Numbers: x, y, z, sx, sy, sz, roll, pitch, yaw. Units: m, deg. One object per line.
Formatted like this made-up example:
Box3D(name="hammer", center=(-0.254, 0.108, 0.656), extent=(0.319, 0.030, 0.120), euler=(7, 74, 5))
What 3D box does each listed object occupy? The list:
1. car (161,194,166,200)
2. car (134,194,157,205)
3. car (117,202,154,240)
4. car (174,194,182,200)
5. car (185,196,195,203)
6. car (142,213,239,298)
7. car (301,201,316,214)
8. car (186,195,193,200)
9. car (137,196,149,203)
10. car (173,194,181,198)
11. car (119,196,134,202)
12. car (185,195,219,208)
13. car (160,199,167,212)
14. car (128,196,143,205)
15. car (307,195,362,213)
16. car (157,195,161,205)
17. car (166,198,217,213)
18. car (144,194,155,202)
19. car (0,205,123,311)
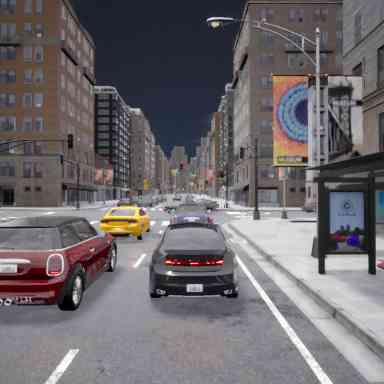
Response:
Box3D(name="car", center=(-6.968, 1.586, 68.919), extent=(1.994, 1.385, 4.181), euler=(0, 0, 0))
Box3D(name="car", center=(-6.940, 1.373, 50.335), extent=(2.097, 1.767, 4.553), euler=(0, 0, 0))
Box3D(name="car", center=(-3.279, 1.485, 17.055), extent=(1.882, 1.535, 5.008), euler=(0, 0, -1))
Box3D(name="car", center=(-3.870, 1.369, 91.973), extent=(2.128, 1.511, 4.902), euler=(0, 0, 0))
Box3D(name="car", center=(-0.434, 1.531, 70.964), extent=(2.128, 1.511, 4.902), euler=(0, 0, 0))
Box3D(name="car", center=(0.024, 1.508, 8.497), extent=(1.837, 1.490, 4.892), euler=(0, 0, -1))
Box3D(name="car", center=(14.283, 1.598, 35.799), extent=(4.892, 1.490, 1.837), euler=(0, -1, -1))
Box3D(name="car", center=(-0.623, 1.488, 92.409), extent=(1.882, 1.535, 5.008), euler=(0, 0, 0))
Box3D(name="car", center=(-10.227, 1.617, 70.230), extent=(1.895, 1.301, 4.718), euler=(0, 0, 0))
Box3D(name="car", center=(-3.804, 1.607, 82.001), extent=(1.895, 1.301, 4.718), euler=(0, 0, 0))
Box3D(name="car", center=(-10.197, 1.585, 51.362), extent=(1.994, 1.385, 4.181), euler=(0, 0, 0))
Box3D(name="car", center=(1.241, 1.582, 42.103), extent=(2.128, 1.511, 4.902), euler=(-2, 3, -42))
Box3D(name="car", center=(-0.498, 1.622, 33.398), extent=(4.718, 1.301, 1.895), euler=(1, -1, -28))
Box3D(name="car", center=(-10.230, 1.526, 60.182), extent=(1.837, 1.490, 4.892), euler=(0, 0, 0))
Box3D(name="car", center=(16.674, 1.364, 39.076), extent=(5.566, 2.045, 2.150), euler=(0, -1, -1))
Box3D(name="car", center=(-6.986, 1.547, 58.911), extent=(1.812, 1.442, 4.674), euler=(0, 0, 0))
Box3D(name="car", center=(-0.033, 1.360, 17.433), extent=(2.097, 1.767, 4.553), euler=(0, 0, 0))
Box3D(name="car", center=(-10.295, 1.375, 80.544), extent=(2.097, 1.767, 4.553), euler=(0, 0, 0))
Box3D(name="car", center=(-3.220, 1.355, 7.927), extent=(2.097, 1.767, 4.553), euler=(0, 0, -1))
